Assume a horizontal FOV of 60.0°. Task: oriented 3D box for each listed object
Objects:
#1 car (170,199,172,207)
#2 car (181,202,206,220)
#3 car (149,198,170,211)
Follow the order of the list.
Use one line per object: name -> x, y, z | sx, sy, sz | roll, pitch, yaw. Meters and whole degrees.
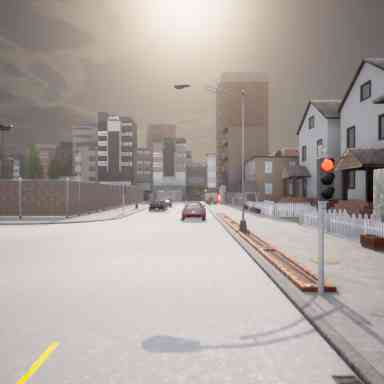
car -> -4.078, 1.564, 50.539 | 1.994, 1.385, 4.181 | 0, 0, 0
car -> 0.124, 1.564, 28.267 | 1.994, 1.385, 4.181 | 0, 0, 1
car -> -4.092, 1.601, 40.470 | 1.895, 1.301, 4.718 | 0, 0, 0
